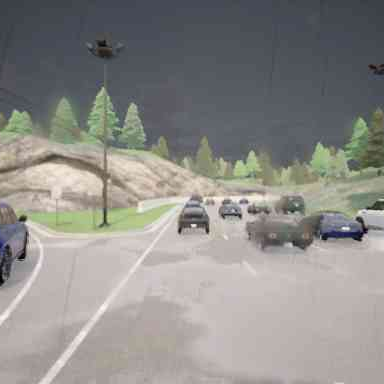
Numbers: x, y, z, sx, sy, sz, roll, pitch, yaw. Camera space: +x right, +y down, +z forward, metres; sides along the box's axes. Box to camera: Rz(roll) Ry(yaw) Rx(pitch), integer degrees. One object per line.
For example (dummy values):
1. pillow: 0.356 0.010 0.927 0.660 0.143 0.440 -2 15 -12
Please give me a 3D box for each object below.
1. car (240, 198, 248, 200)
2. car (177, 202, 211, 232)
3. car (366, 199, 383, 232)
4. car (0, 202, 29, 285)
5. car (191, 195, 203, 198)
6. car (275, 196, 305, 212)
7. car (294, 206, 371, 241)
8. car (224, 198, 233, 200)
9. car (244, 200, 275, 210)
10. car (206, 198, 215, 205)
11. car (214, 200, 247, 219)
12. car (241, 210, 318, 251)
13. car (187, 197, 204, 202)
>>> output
1. car: 11.455 1.968 72.283 1.812 1.442 4.674 0 0 13
2. car: 0.099 1.634 20.912 1.837 1.490 4.892 0 0 0
3. car: 10.598 1.327 17.147 2.150 2.045 5.566 0 0 0
4. car: -6.124 1.281 9.413 2.150 2.045 5.566 0 0 -19
5. car: 1.157 1.682 74.290 2.150 2.045 5.566 0 0 13
6. car: 10.596 1.445 36.278 2.150 2.045 5.566 0 0 0
7. car: 7.098 1.671 17.361 1.994 1.385 4.181 0 0 0
8. car: 7.731 1.963 71.445 1.812 1.442 4.674 0 0 13
9. car: 7.097 1.820 35.624 1.895 1.301 4.718 0 0 0
10. car: 3.516 1.945 64.698 2.033 1.411 5.357 0 0 2
11. car: 3.596 1.743 31.684 2.033 1.411 5.357 0 0 0
12. car: 3.598 1.691 14.621 1.895 1.301 4.718 0 0 0
13. car: 0.095 1.716 38.747 1.882 1.535 5.008 0 0 0
